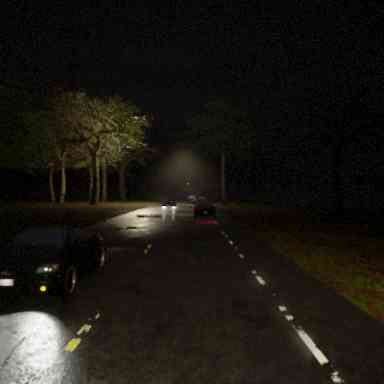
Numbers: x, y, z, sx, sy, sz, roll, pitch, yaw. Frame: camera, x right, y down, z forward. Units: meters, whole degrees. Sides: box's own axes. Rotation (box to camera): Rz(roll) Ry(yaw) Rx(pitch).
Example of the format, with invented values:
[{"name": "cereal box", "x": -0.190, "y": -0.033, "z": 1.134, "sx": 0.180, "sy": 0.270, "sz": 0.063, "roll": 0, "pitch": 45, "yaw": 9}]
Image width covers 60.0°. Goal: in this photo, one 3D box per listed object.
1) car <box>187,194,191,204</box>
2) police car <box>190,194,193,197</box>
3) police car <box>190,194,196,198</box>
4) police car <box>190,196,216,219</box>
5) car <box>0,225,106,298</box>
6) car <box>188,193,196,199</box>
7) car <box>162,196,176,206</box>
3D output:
[{"name": "car", "x": -0.015, "y": 1.415, "z": 62.890, "sx": 2.128, "sy": 1.511, "sz": 4.902, "roll": 0, "pitch": 0, "yaw": 0}, {"name": "police car", "x": 1.039, "y": 1.426, "z": 44.912, "sx": 1.930, "sy": 1.638, "sz": 5.238, "roll": 0, "pitch": 0, "yaw": 0}, {"name": "police car", "x": 1.041, "y": 1.430, "z": 38.913, "sx": 1.930, "sy": 1.638, "sz": 5.238, "roll": 0, "pitch": 0, "yaw": 0}, {"name": "police car", "x": 1.043, "y": 1.429, "z": 28.913, "sx": 1.930, "sy": 1.638, "sz": 5.238, "roll": 0, "pitch": 0, "yaw": 0}, {"name": "car", "x": -3.602, "y": 1.565, "z": 8.442, "sx": 1.994, "sy": 1.385, "sz": 4.181, "roll": 0, "pitch": 0, "yaw": 0}, {"name": "car", "x": -0.021, "y": 1.141, "z": 86.448, "sx": 2.033, "sy": 1.411, "sz": 5.357, "roll": 0, "pitch": 1, "yaw": 0}, {"name": "car", "x": -3.581, "y": 1.479, "z": 52.690, "sx": 1.837, "sy": 1.490, "sz": 4.892, "roll": 0, "pitch": 0, "yaw": 0}]
